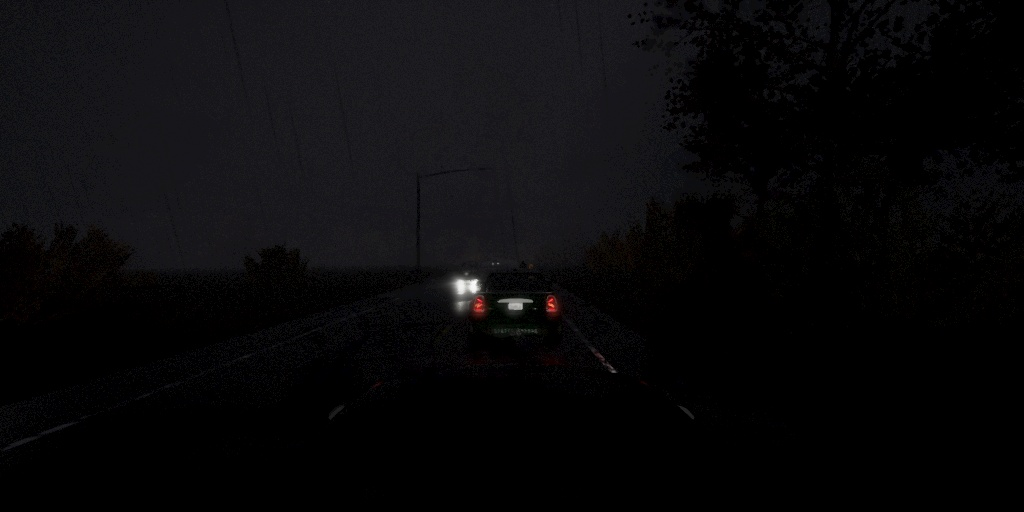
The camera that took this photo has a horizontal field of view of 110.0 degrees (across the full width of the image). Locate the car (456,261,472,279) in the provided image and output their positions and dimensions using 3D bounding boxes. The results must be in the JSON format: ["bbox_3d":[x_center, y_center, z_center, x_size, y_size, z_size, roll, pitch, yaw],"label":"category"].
[{"bbox_3d":[-3.765,1.231,31.981,2.128,1.511,4.902,0,0,0],"label":"car"}]

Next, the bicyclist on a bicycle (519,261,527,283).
[{"bbox_3d":[0.839,1.193,27.269,0.582,1.620,1.656,0,0,0],"label":"bicyclist on a bicycle"}]

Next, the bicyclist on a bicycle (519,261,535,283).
[{"bbox_3d":[0.902,1.180,17.152,0.866,1.612,1.509,0,0,0],"label":"bicyclist on a bicycle"}]

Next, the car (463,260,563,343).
[{"bbox_3d":[0.072,1.099,9.808,2.097,1.767,4.553,0,0,0],"label":"car"}]
